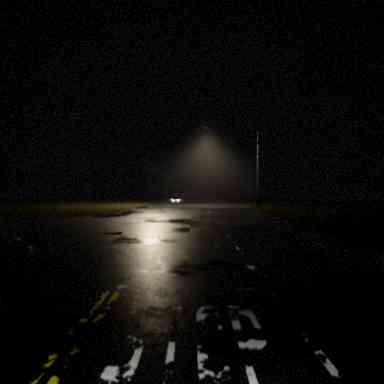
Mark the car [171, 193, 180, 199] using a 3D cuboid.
[{"bbox_3d":[-3.644,0.866,74.679,2.128,1.511,4.902,0,1,1],"label":"car"}]
